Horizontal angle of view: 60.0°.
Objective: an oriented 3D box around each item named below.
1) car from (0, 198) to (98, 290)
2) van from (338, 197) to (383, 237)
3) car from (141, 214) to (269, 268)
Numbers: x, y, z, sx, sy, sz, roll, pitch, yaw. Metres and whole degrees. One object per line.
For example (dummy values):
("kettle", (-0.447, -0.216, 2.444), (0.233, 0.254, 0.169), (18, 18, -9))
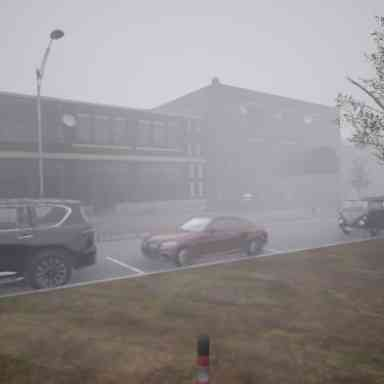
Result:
("car", (-4.896, 1.174, 7.188), (5.566, 2.045, 2.435), (0, 0, -35))
("van", (9.511, 1.234, 17.499), (4.442, 1.987, 1.878), (0, 0, -33))
("car", (0.590, 1.469, 11.112), (4.674, 1.452, 2.002), (0, 0, -35))
